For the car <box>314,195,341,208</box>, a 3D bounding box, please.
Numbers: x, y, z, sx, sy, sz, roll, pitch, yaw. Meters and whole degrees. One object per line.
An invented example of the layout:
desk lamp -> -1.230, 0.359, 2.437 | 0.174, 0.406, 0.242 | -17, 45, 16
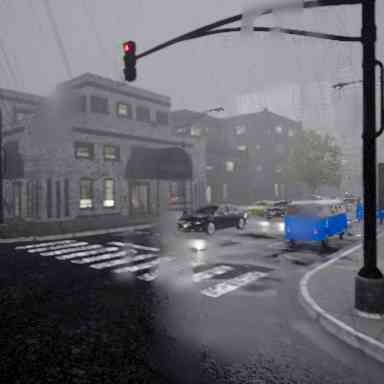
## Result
car -> 16.728, 1.136, 40.935 | 1.887, 1.381, 4.507 | 0, 0, 40

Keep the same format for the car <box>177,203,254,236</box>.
car -> 1.212, 1.415, 18.306 | 1.837, 1.490, 4.892 | 0, 1, 40

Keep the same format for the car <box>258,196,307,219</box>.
car -> 7.313, 1.299, 25.611 | 1.837, 1.490, 4.892 | 0, 1, 40

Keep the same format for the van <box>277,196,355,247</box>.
van -> 5.453, 1.238, 14.356 | 1.690, 1.788, 3.998 | 0, 0, 40

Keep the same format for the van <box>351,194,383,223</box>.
van -> 12.530, 1.103, 22.833 | 1.690, 1.788, 3.998 | 0, 0, 40

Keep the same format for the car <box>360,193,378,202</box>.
car -> 30.882, 0.885, 57.887 | 1.887, 1.381, 4.507 | -1, 0, 40

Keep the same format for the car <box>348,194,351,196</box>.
car -> 23.805, 1.009, 49.411 | 1.887, 1.381, 4.507 | 0, 0, 40

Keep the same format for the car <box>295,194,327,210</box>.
car -> 13.188, 1.096, 36.696 | 1.967, 1.590, 4.097 | 0, 0, 40

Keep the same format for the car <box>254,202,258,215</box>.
car -> 6.002, 1.314, 28.088 | 1.752, 1.417, 4.829 | 0, 0, 40
